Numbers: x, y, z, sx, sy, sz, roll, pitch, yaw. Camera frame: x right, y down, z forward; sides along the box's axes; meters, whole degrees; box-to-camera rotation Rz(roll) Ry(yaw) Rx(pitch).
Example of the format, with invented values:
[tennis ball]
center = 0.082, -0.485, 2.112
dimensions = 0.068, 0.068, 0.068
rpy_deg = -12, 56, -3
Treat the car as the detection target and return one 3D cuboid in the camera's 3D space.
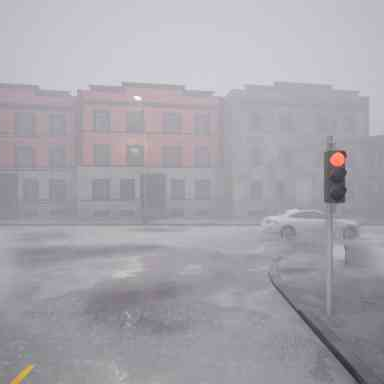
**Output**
[car]
center = 5.678, 1.526, 16.076
dimensions = 4.674, 1.442, 1.812
rpy_deg = 0, 0, 0
